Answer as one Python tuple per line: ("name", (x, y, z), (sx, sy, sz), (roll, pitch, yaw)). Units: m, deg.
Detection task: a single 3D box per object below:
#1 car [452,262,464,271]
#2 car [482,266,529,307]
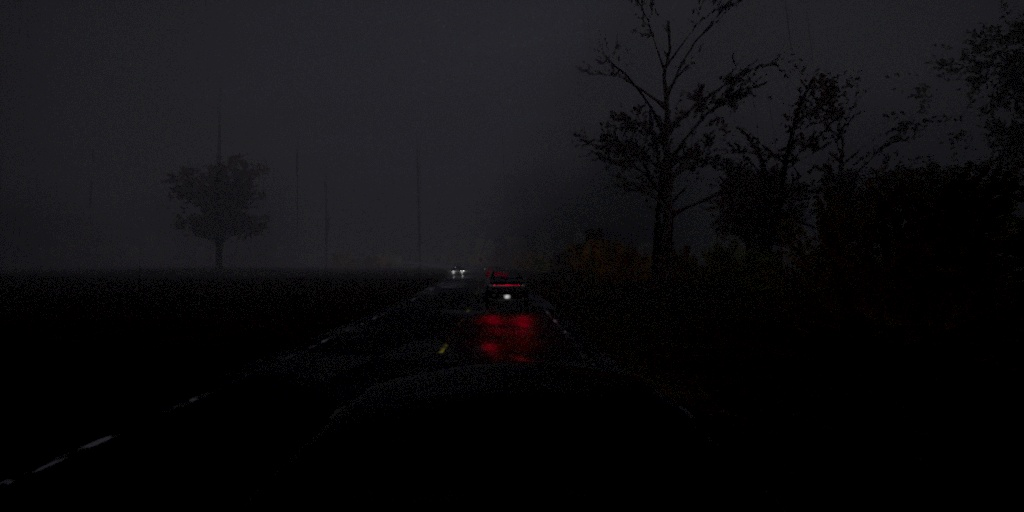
("car", (-9.660, 1.828, 63.816), (1.837, 1.490, 4.892), (0, 0, -12))
("car", (-0.299, 1.377, 16.213), (2.128, 1.511, 4.902), (0, 0, -3))
